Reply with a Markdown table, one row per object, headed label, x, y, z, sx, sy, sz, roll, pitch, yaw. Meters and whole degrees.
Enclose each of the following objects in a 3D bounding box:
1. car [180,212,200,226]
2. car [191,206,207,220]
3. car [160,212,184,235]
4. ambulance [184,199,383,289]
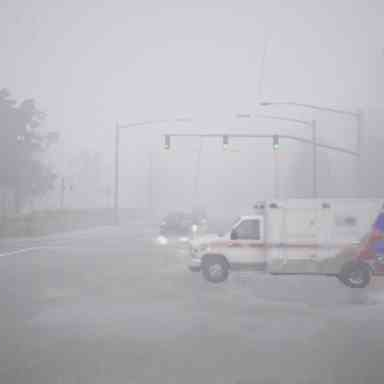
| label | x | y | z | sx | sy | sz | roll | pitch | yaw |
| --- | --- | --- | --- | --- | --- | --- | --- | --- | --- |
| car | -0.182 | 3.091 | 38.533 | 1.994 | 1.385 | 4.181 | 0 | -2 | 5 |
| car | 1.174 | 3.373 | 53.924 | 2.150 | 2.045 | 5.566 | 0 | -3 | 5 |
| car | -1.195 | 2.393 | 26.472 | 2.097 | 1.767 | 4.553 | 0 | -2 | 5 |
| ambulance | 3.121 | 1.461 | 10.129 | 6.366 | 2.431 | 2.351 | 0 | -3 | 4 |
